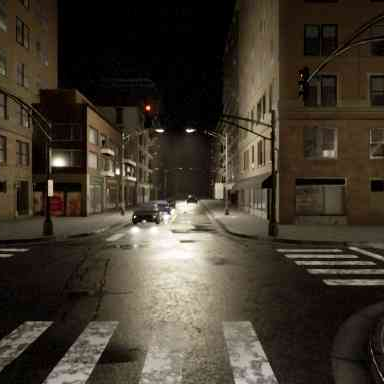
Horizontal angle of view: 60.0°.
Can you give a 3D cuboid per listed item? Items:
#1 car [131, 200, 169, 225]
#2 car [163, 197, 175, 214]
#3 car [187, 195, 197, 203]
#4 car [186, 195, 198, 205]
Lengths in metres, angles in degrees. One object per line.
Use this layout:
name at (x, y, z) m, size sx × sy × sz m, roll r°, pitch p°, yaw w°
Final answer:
car at (-3.132, 1.538, 24.521) m, size 2.033 × 1.411 × 5.357 m, roll 0°, pitch 0°, yaw 0°
car at (-3.145, 1.546, 34.437) m, size 1.994 × 1.385 × 4.181 m, roll 0°, pitch 0°, yaw 0°
car at (0.007, 1.445, 69.617) m, size 2.128 × 1.511 × 4.902 m, roll 0°, pitch 0°, yaw 0°
car at (0.022, 1.453, 59.253) m, size 2.128 × 1.511 × 4.902 m, roll 0°, pitch 0°, yaw 0°
